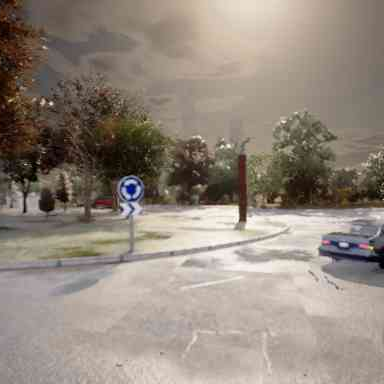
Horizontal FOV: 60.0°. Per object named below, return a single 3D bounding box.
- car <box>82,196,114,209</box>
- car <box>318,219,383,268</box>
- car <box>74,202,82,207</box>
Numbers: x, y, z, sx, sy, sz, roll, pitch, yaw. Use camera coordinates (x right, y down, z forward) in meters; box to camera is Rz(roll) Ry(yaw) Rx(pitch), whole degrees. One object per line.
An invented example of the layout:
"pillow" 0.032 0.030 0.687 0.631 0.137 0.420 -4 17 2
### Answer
"car" -15.519 1.776 57.754 5.566 2.045 2.150 -1 1 0
"car" 6.535 1.680 11.846 5.357 1.411 2.033 0 0 -41
"car" -28.782 3.358 86.139 2.097 1.767 4.553 -2 -3 -27
